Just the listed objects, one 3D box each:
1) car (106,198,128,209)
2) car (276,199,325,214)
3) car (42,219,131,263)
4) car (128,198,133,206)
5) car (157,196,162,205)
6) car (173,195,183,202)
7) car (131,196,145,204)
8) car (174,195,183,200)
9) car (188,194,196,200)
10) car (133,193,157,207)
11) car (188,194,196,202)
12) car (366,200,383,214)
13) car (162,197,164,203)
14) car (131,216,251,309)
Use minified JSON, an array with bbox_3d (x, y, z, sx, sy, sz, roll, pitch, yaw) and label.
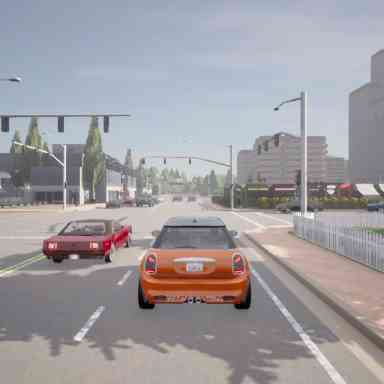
[{"bbox_3d":[-10.614,1.564,46.251,1.994,1.385,4.181,0,0,0],"label":"car"},{"bbox_3d":[11.259,1.492,34.676,4.902,1.511,2.128,0,0,-1],"label":"car"},{"bbox_3d":[-3.420,1.601,11.912,1.895,1.301,4.718,0,0,0],"label":"car"},{"bbox_3d":[-10.605,1.601,55.013,1.895,1.301,4.718,0,0,0],"label":"car"},{"bbox_3d":[-7.093,1.564,60.483,1.994,1.385,4.181,0,0,0],"label":"car"},{"bbox_3d":[-3.528,1.513,77.670,1.812,1.442,4.674,0,0,0],"label":"car"},{"bbox_3d":[-10.569,1.564,64.961,1.994,1.385,4.181,0,0,0],"label":"car"},{"bbox_3d":[-3.531,1.425,87.625,1.994,1.385,4.181,0,0,0],"label":"car"},{"bbox_3d":[-0.031,1.398,87.628,2.128,1.511,4.902,0,0,0],"label":"car"},{"bbox_3d":[-7.114,1.221,51.077,2.150,2.045,5.566,0,0,1],"label":"car"},{"bbox_3d":[-0.028,1.531,77.353,2.033,1.411,5.357,0,0,0],"label":"car"},{"bbox_3d":[20.903,1.478,34.917,5.008,1.535,1.882,0,0,-2],"label":"car"},{"bbox_3d":[-7.025,1.524,70.808,1.812,1.442,4.674,0,0,0],"label":"car"},{"bbox_3d":[0.061,1.352,8.017,2.097,1.767,4.553,0,0,0],"label":"car"}]
